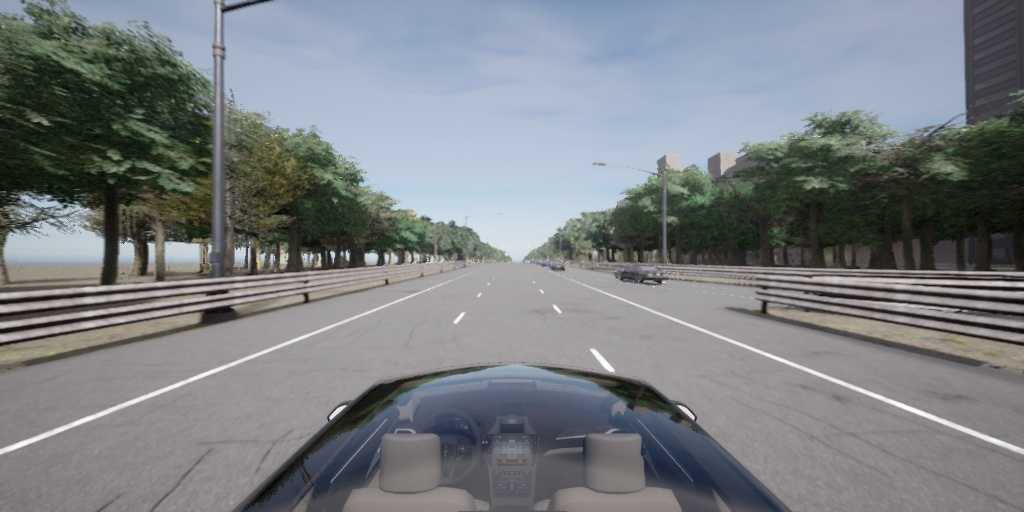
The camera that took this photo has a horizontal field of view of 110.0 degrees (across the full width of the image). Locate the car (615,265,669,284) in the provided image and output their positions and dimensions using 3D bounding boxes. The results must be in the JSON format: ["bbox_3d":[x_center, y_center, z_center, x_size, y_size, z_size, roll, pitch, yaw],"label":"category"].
[{"bbox_3d":[10.304,1.416,28.879,2.033,1.411,5.357,0,0,-11],"label":"car"}]

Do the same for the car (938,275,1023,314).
[{"bbox_3d":[16.549,1.305,11.678,1.994,1.385,4.181,0,-1,-23],"label":"car"}]

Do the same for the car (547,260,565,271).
[{"bbox_3d":[6.947,1.494,55.264,1.994,1.385,4.181,0,0,1],"label":"car"}]
